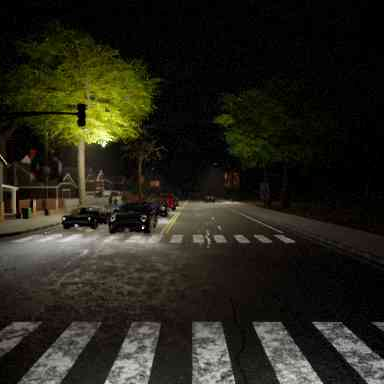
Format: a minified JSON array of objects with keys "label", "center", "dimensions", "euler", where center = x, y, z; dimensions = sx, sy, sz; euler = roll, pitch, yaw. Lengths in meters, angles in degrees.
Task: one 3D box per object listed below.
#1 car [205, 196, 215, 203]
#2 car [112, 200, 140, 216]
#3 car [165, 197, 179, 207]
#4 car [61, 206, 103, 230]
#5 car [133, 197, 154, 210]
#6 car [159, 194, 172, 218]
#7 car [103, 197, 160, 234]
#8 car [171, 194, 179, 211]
[{"label":"car","center":[3.677,1.506,67.636],"dimensions":[1.837,1.490,4.892],"euler":[0,0,1]},{"label":"car","center":[-6.426,1.518,32.934],"dimensions":[1.812,1.442,4.674],"euler":[0,0,0]},{"label":"car","center":[-3.056,1.501,51.655],"dimensions":[1.837,1.490,4.892],"euler":[0,0,1]},{"label":"car","center":[-6.496,1.595,20.922],"dimensions":[1.895,1.301,4.718],"euler":[0,0,0]},{"label":"car","center":[-6.372,1.486,44.197],"dimensions":[2.128,1.511,4.902],"euler":[0,0,1]},{"label":"car","center":[-3.204,1.343,29.492],"dimensions":[2.097,1.767,4.553],"euler":[0,0,0]},{"label":"car","center":[-3.256,1.346,18.923],"dimensions":[2.097,1.767,4.553],"euler":[0,0,0]},{"label":"car","center":[-3.143,1.215,41.224],"dimensions":[2.150,2.045,5.566],"euler":[0,0,1]}]
